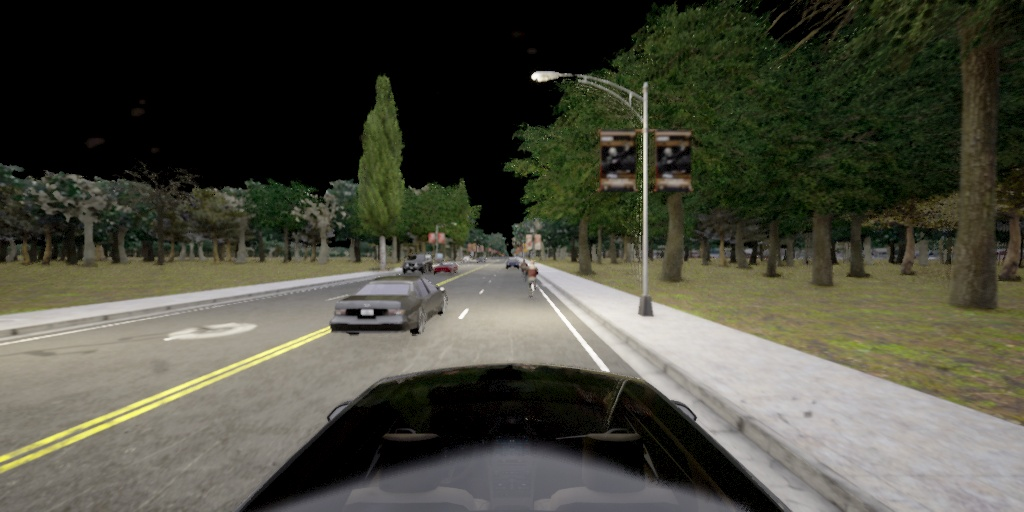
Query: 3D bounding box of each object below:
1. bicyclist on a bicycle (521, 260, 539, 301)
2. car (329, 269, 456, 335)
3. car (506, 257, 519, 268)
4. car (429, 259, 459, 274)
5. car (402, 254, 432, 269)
[{"bbox_3d":[0.887,1.062,15.889,0.659,1.776,1.843,0,0,0],"label":"bicyclist on a bicycle"},{"bbox_3d":[-3.155,1.262,10.317,2.033,1.411,5.357,0,0,0],"label":"car"},{"bbox_3d":[0.078,1.141,52.357,1.895,1.301,4.718,0,0,0],"label":"car"},{"bbox_3d":[-6.609,1.209,35.995,1.895,1.301,4.718,0,0,0],"label":"car"},{"bbox_3d":[-9.859,0.822,37.884,2.150,2.045,5.566,0,0,0],"label":"car"}]
